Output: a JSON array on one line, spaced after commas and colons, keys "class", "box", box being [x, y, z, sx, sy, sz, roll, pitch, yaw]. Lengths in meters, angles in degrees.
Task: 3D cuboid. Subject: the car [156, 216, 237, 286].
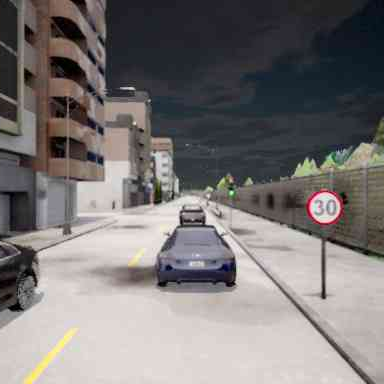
[{"class": "car", "box": [0.108, 1.626, 9.639, 1.994, 1.385, 4.181, 0, 0, 0]}]

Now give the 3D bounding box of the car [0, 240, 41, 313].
[{"class": "car", "box": [-4.092, 1.523, 5.037, 2.128, 1.511, 4.902, 0, 0, 0]}]

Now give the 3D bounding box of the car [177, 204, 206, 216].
[{"class": "car", "box": [-0.060, 1.642, 24.509, 2.128, 1.511, 4.902, 0, 0, -3]}]
